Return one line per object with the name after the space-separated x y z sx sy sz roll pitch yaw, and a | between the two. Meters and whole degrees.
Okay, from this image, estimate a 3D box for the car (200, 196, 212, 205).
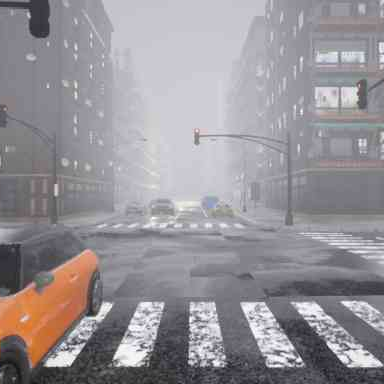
2.593 1.485 60.993 1.967 1.590 4.097 1 0 0 | car

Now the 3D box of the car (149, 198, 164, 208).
-5.292 1.613 49.624 1.802 1.307 4.206 1 0 0 | car

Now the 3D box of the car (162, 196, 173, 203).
-5.286 1.612 72.256 2.008 1.369 4.403 1 0 0 | car

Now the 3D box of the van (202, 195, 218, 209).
2.622 1.366 44.027 1.690 1.788 3.998 1 0 0 | van

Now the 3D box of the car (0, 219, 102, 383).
-2.748 1.352 4.420 2.097 1.767 4.553 0 0 0 | car

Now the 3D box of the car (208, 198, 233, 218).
2.713 1.537 30.194 1.752 1.417 4.829 1 0 0 | car

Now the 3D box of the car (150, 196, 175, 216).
-2.740 1.361 32.280 2.097 1.767 4.553 0 0 0 | car

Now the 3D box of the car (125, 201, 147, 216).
-5.426 1.565 32.651 2.008 1.369 4.403 1 0 0 | car

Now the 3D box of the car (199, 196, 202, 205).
2.591 1.346 49.681 2.192 1.841 5.009 1 0 0 | car

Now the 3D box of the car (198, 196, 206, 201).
2.597 1.627 83.617 1.887 1.381 4.507 1 0 0 | car

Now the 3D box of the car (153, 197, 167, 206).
-5.290 1.563 55.112 1.752 1.417 4.829 1 0 0 | car

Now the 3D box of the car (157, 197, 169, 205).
-5.289 1.627 60.940 1.802 1.307 4.206 1 0 0 | car

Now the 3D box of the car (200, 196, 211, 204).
2.593 1.604 66.649 2.008 1.369 4.403 1 0 0 | car
